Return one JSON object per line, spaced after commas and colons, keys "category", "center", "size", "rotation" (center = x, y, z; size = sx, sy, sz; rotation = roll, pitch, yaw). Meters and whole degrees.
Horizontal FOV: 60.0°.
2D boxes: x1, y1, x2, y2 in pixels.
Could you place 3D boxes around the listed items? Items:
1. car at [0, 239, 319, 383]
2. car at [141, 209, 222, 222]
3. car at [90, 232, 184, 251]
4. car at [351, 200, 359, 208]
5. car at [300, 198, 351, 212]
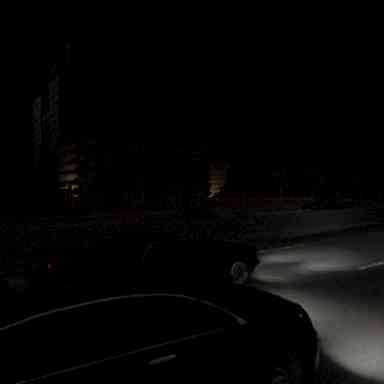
{"category": "car", "center": [-0.760, 1.496, 3.229], "size": [4.892, 1.490, 1.837], "rotation": [-1, 0, -35]}
{"category": "car", "center": [-0.243, 1.527, 16.722], "size": [4.718, 1.301, 1.895], "rotation": [-1, 0, -36]}
{"category": "car", "center": [-0.670, 1.572, 7.575], "size": [4.718, 1.301, 1.895], "rotation": [-1, 0, -35]}
{"category": "car", "center": [16.672, 1.367, 37.391], "size": [4.718, 1.301, 1.895], "rotation": [1, 0, -35]}
{"category": "car", "center": [11.621, 1.293, 29.488], "size": [4.892, 1.490, 1.837], "rotation": [-1, 0, -35]}
